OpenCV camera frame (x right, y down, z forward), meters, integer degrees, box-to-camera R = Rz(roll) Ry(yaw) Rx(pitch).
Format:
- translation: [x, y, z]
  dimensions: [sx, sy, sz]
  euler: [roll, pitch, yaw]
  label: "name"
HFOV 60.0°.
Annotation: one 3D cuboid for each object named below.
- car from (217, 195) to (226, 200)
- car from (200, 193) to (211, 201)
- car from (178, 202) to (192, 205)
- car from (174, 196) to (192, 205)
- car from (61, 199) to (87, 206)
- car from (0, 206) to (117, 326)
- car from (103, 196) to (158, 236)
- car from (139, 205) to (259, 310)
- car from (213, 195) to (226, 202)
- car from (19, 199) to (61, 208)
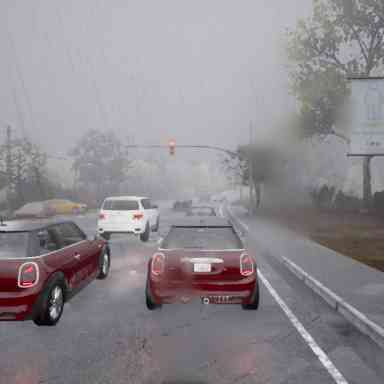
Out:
- translation: [7.693, 1.392, 85.668]
  dimensions: [1.812, 1.442, 4.674]
  euler: [0, 0, 10]
  label: "car"
- translation: [3.268, 1.225, 80.602]
  dimensions: [2.150, 2.045, 5.566]
  euler: [0, 0, 10]
  label: "car"
- translation: [0.473, 1.492, 17.199]
  dimensions: [2.128, 1.511, 4.902]
  euler: [0, 0, 2]
  label: "car"
- translation: [-1.173, 1.352, 45.334]
  dimensions: [2.097, 1.767, 4.553]
  euler: [0, 0, 6]
  label: "car"
- translation: [-13.277, 1.478, 34.308]
  dimensions: [5.008, 1.535, 1.882]
  euler: [1, 0, 0]
  label: "car"
- translation: [-3.290, 1.352, 7.247]
  dimensions: [2.097, 1.767, 4.553]
  euler: [0, 0, 1]
  label: "car"
- translation: [-3.046, 1.221, 16.924]
  dimensions: [2.150, 2.045, 5.566]
  euler: [0, 0, 2]
  label: "car"
- translation: [0.219, 1.352, 7.992]
  dimensions: [2.097, 1.767, 4.553]
  euler: [0, 0, 1]
  label: "car"
- translation: [6.001, 1.590, 75.576]
  dimensions: [1.895, 1.301, 4.718]
  euler: [0, 0, 9]
  label: "car"
- translation: [-11.134, 1.478, 23.844]
  dimensions: [1.882, 1.535, 5.008]
  euler: [1, 0, -10]
  label: "car"
